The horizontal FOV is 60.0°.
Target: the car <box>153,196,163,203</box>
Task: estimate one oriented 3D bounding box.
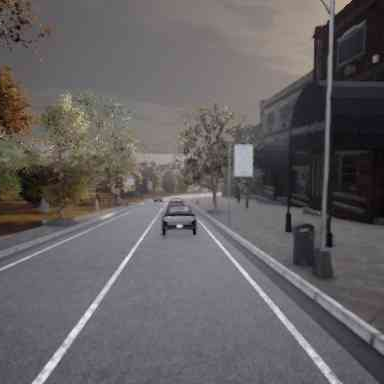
[{"bbox_3d":[-6.938,1.542,68.144,2.033,1.411,5.357,0,0,-3],"label":"car"}]

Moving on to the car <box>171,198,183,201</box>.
[{"bbox_3d":[-1.812,1.492,39.319,1.837,1.490,4.892,0,0,-3],"label":"car"}]

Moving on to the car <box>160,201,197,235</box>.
[{"bbox_3d":[-0.744,1.480,18.938,2.128,1.511,4.902,0,0,-3],"label":"car"}]
